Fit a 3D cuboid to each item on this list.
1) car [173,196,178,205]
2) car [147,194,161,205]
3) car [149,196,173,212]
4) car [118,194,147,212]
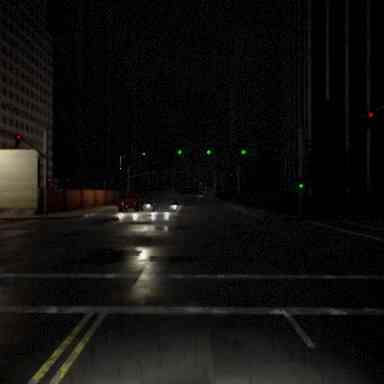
[{"bbox_3d":[-3.523,1.543,59.903,2.128,1.511,4.902,0,0,0],"label":"car"},{"bbox_3d":[-7.019,1.615,60.131,1.994,1.385,4.181,0,0,0],"label":"car"},{"bbox_3d":[-3.592,1.533,39.330,1.837,1.490,4.892,0,1,0],"label":"car"},{"bbox_3d":[-7.091,1.254,39.018,2.150,2.045,5.566,0,0,1],"label":"car"}]
